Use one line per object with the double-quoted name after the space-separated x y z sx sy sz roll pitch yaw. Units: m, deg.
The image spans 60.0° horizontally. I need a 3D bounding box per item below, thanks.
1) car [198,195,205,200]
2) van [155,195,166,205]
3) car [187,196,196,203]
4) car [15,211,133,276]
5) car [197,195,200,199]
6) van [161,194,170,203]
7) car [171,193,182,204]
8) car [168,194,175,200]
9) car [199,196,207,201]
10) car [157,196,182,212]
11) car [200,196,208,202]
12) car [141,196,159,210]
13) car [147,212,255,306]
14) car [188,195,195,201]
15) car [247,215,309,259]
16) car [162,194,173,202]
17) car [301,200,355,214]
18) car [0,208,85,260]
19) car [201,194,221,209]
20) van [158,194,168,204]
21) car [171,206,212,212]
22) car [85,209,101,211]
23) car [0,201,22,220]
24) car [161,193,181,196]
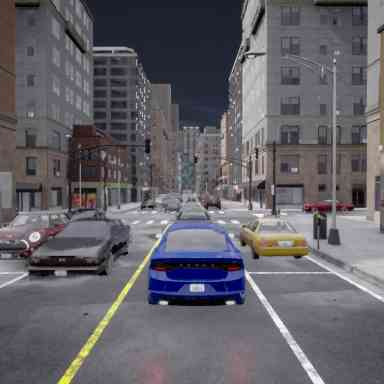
2.714 1.624 94.862 2.008 1.369 4.403 -1 0 0 "car"
-5.775 1.394 61.334 1.690 1.788 3.998 -1 0 0 "van"
-0.115 1.580 74.019 2.128 1.511 4.902 0 0 0 "car"
-3.116 1.549 10.569 2.033 1.411 5.357 0 0 0 "car"
2.747 1.372 66.933 2.192 1.841 5.009 -1 0 0 "car"
-5.792 1.403 72.506 1.690 1.788 3.998 -1 0 0 "van"
-3.120 1.280 68.172 2.150 2.045 5.566 0 0 0 "car"
-5.825 1.513 94.849 1.967 1.590 4.097 -1 0 0 "car"
2.728 1.634 83.691 1.947 1.339 4.313 -1 0 0 "car"
-2.441 1.532 36.915 1.837 1.490 4.892 -1 0 -12 "car"
2.735 1.590 78.275 1.752 1.417 4.829 -1 0 0 "car"
-5.746 1.602 44.577 1.947 1.339 4.313 -1 0 0 "car"
0.084 1.478 8.126 1.882 1.535 5.008 0 0 0 "car"
-0.131 1.538 84.471 1.895 1.301 4.718 0 0 0 "car"
2.829 1.527 12.391 1.752 1.417 4.829 -1 0 0 "car"
-5.801 1.380 78.092 2.192 1.841 5.009 -1 0 0 "car"
13.308 1.458 32.848 4.718 1.301 1.895 -1 1 -1 "car"
-5.696 1.442 12.207 1.967 1.590 4.097 -1 0 0 "car"
2.777 1.351 44.589 2.192 1.841 5.009 -1 0 0 "car"
-5.783 1.399 66.920 1.690 1.788 3.998 -1 0 0 "van"
0.073 1.606 17.489 1.895 1.301 4.718 0 0 0 "car"
-5.704 1.571 17.703 1.947 1.339 4.313 -1 0 0 "car"
-18.073 1.665 29.486 5.008 1.535 1.882 -1 1 -1 "car"
-3.174 1.396 52.304 2.097 1.767 4.553 0 0 0 "car"
